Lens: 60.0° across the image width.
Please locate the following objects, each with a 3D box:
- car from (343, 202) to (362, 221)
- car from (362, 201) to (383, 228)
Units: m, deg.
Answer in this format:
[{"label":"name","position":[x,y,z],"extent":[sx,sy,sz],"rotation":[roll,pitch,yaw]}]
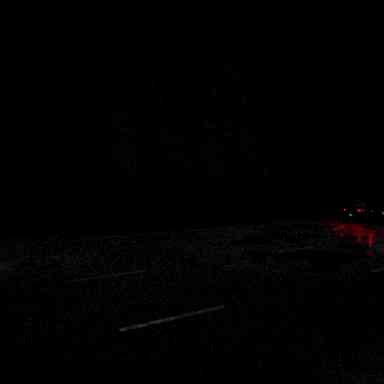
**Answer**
[{"label":"car","position":[13.041,1.431,24.470],"extent":[4.674,1.442,1.812],"rotation":[0,0,-32]},{"label":"car","position":[12.813,1.269,20.195],"extent":[4.553,1.767,2.097],"rotation":[0,0,-32]}]
